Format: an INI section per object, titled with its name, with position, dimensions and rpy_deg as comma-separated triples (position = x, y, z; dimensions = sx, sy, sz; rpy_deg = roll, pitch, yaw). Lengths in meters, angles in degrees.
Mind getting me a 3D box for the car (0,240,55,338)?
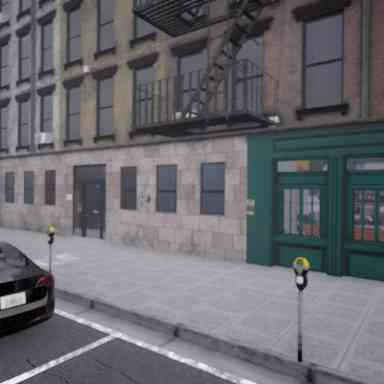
[car]
position = -4.125, 1.492, 5.756
dimensions = 4.313, 1.339, 1.947
rpy_deg = 1, 0, 36
